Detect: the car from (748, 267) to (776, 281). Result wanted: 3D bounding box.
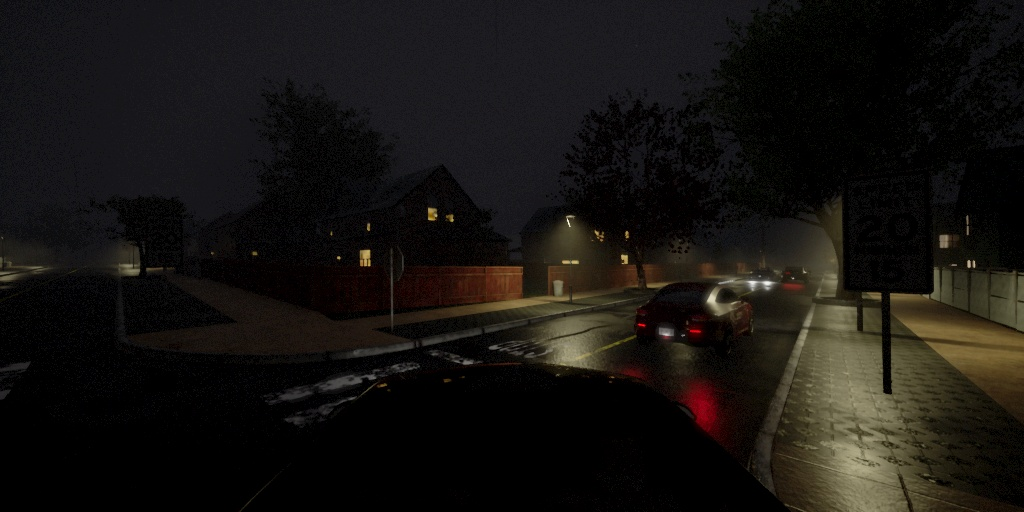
[{"bbox_3d":[25.876,1.854,37.008,1.994,1.385,4.181,-1,-1,42],"label":"car"}]

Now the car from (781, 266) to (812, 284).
[{"bbox_3d":[26.164,1.730,33.093,1.837,1.490,4.892,-1,-1,42],"label":"car"}]

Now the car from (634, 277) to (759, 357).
[{"bbox_3d":[4.587,1.366,8.837,1.812,1.442,4.674,-1,-1,42],"label":"car"}]
